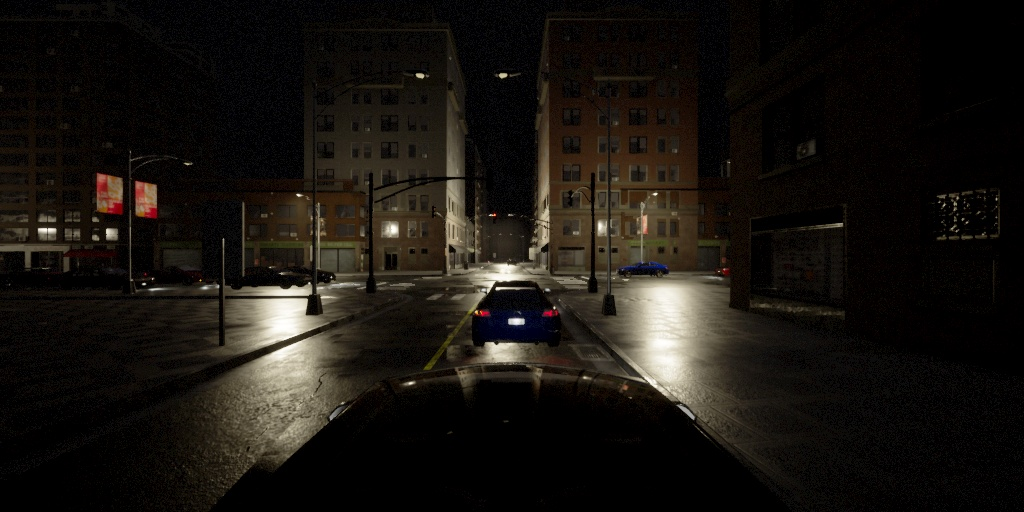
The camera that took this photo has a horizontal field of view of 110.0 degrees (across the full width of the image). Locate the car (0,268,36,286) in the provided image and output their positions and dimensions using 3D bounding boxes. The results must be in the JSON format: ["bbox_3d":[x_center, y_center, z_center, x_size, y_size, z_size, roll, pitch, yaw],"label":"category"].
[{"bbox_3d":[-33.715,1.469,25.806,4.718,1.301,1.895,0,0,0],"label":"car"}]

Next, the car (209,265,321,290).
[{"bbox_3d":[-15.457,1.350,22.638,5.357,1.411,2.033,0,0,0],"label":"car"}]

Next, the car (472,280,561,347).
[{"bbox_3d":[0.096,1.314,9.355,1.994,1.385,4.181,0,0,0],"label":"car"}]

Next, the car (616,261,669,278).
[{"bbox_3d":[11.860,1.218,32.719,4.674,1.442,1.812,0,0,0],"label":"car"}]

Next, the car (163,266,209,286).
[{"bbox_3d":[-23.824,1.399,25.845,4.181,1.385,1.994,0,0,-1],"label":"car"}]

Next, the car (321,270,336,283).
[{"bbox_3d":[-15.043,1.365,25.889,4.181,1.385,1.994,0,0,0],"label":"car"}]

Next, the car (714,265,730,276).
[{"bbox_3d":[20.900,1.225,32.758,4.181,1.385,1.994,0,0,0],"label":"car"}]

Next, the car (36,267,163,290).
[{"bbox_3d":[-25.837,1.390,22.590,5.357,1.411,2.033,0,0,0],"label":"car"}]
